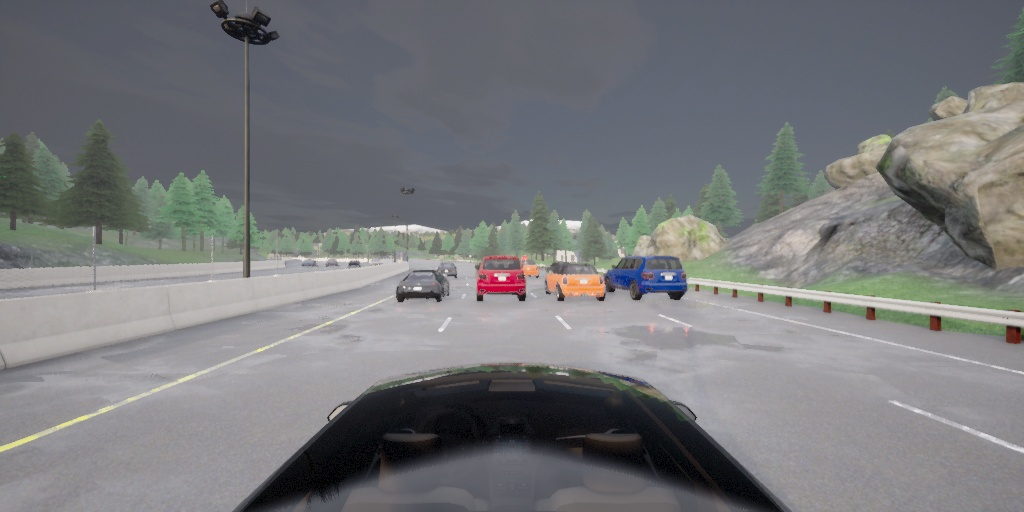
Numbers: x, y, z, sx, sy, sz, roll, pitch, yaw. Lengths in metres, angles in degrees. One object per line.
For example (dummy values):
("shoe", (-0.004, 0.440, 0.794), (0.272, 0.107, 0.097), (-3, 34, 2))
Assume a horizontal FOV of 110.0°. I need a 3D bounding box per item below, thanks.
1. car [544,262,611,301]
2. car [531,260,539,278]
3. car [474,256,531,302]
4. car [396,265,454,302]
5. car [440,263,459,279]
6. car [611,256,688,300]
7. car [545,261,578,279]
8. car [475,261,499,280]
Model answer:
("car", (2.899, 1.116, 17.425), (2.097, 1.767, 4.553), (0, 0, -4))
("car", (1.100, 1.116, 33.244), (2.097, 1.767, 4.553), (0, 0, -9))
("car", (-0.596, 1.008, 17.221), (2.150, 2.045, 5.566), (0, 0, -4))
("car", (-4.084, 1.322, 16.926), (1.994, 1.385, 4.181), (0, 0, -4))
("car", (-5.825, 1.313, 32.220), (2.033, 1.411, 5.357), (0, 0, -9))
("car", (6.384, 1.008, 17.750), (2.150, 2.045, 5.566), (0, 0, -4))
("car", (4.556, 1.266, 33.800), (1.837, 1.490, 4.892), (0, 0, -9))
("car", (-2.365, 1.266, 32.747), (1.837, 1.490, 4.892), (0, 0, -9))
